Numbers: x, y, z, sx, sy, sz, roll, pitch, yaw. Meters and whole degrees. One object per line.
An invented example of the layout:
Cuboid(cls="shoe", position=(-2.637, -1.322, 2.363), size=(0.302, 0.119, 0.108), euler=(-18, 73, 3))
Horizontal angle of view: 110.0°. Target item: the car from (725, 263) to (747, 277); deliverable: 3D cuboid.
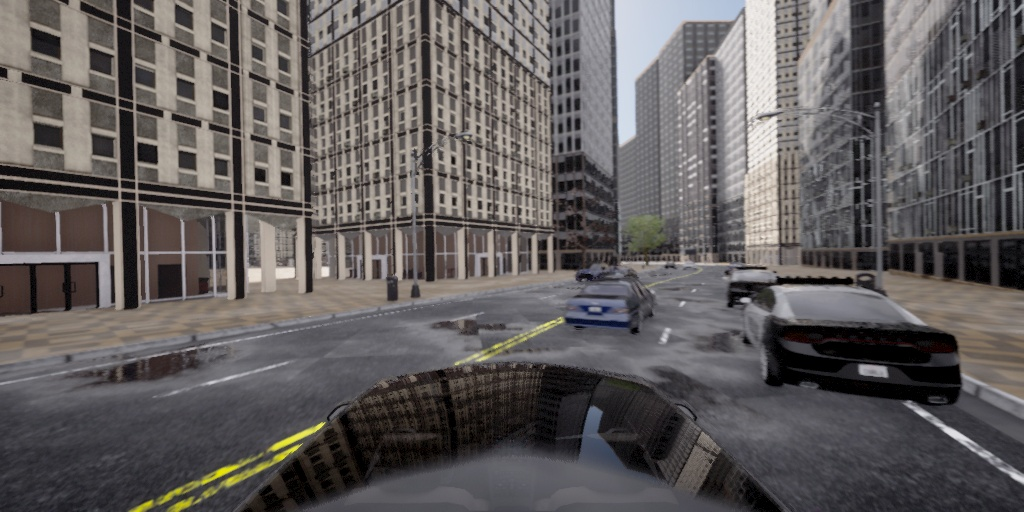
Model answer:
Cuboid(cls="car", position=(25.291, 1.496, 40.437), size=(1.812, 1.442, 4.674), euler=(-1, -1, 35))

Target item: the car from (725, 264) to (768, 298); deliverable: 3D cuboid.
Cuboid(cls="car", position=(13.104, 1.306, 20.275), size=(1.801, 1.575, 5.366), euler=(-1, -1, 31))

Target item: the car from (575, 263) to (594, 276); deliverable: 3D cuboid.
Cuboid(cls="car", position=(7.176, 1.380, 31.108), size=(2.097, 1.767, 4.553), euler=(-1, -1, 33))

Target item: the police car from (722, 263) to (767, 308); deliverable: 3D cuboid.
Cuboid(cls="police car", position=(10.108, 1.242, 15.155), size=(1.930, 1.638, 5.238), euler=(-1, -1, 30))

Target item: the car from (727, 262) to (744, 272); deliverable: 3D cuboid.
Cuboid(cls="car", position=(33.943, 1.643, 54.519), size=(1.895, 1.301, 4.718), euler=(-1, -1, 29))

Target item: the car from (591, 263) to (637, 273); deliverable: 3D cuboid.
Cuboid(cls="car", position=(7.773, 1.457, 25.946), size=(2.128, 1.511, 4.902), euler=(-1, -1, 32))

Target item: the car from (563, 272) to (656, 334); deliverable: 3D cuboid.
Cuboid(cls="car", position=(3.226, 1.381, 11.087), size=(2.033, 1.411, 5.357), euler=(-1, -1, 28))

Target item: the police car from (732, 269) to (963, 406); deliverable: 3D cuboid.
Cuboid(cls="police car", position=(5.472, 1.180, 6.574), size=(1.930, 1.638, 5.238), euler=(-1, -1, 27))
